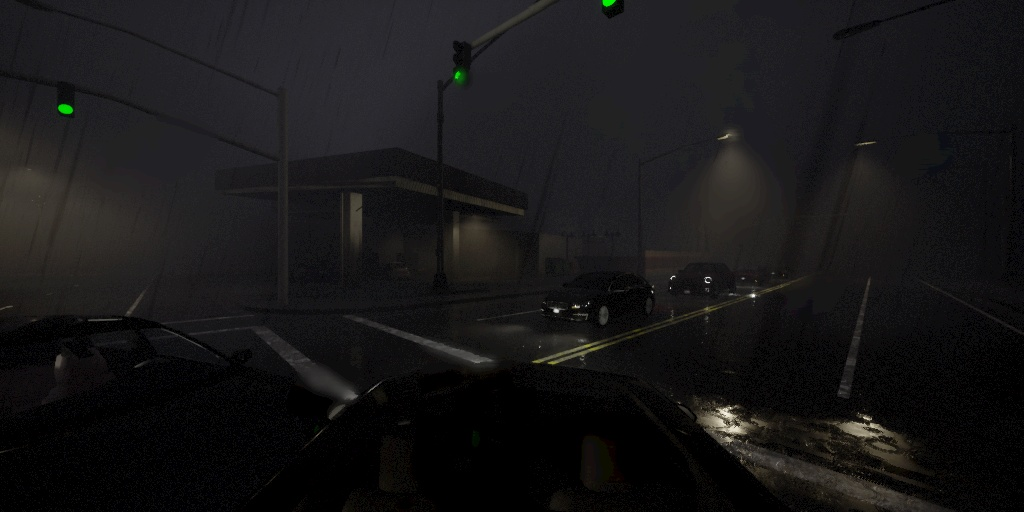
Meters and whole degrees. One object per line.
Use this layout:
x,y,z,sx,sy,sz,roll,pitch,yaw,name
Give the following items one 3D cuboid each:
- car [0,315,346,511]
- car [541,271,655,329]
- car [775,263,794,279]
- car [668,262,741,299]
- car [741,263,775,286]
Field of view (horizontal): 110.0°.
-3.410,1.242,2.566,4.902,1.511,2.128,0,0,15,car
2.930,1.255,11.557,1.837,1.490,4.892,0,0,45,car
23.916,1.314,32.280,4.181,1.385,1.994,0,0,-44,car
9.797,1.102,18.374,4.553,1.767,2.097,0,0,-45,car
16.753,1.314,25.256,1.994,1.385,4.181,0,0,44,car
